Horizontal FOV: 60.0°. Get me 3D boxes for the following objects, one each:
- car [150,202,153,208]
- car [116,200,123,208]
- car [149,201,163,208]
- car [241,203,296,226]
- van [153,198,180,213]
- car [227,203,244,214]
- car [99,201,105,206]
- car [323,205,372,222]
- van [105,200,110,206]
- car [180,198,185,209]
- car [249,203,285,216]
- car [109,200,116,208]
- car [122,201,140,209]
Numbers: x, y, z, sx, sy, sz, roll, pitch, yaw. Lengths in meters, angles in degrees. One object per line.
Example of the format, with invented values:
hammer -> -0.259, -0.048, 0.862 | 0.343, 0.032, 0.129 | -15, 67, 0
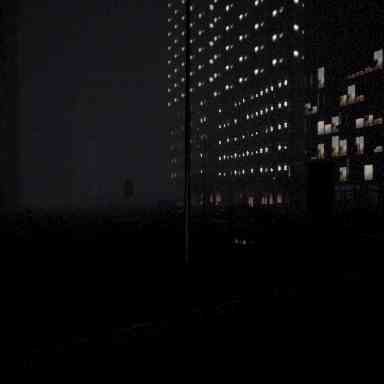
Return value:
car -> -7.023, 2.539, 66.729 | 1.882, 1.535, 5.008 | 0, -1, -26
car -> -13.259, 2.602, 66.321 | 1.752, 1.417, 4.829 | -1, -1, -26
car -> -8.213, 2.809, 75.171 | 1.802, 1.307, 4.206 | -1, -1, -26
car -> 6.150, 1.814, 25.916 | 2.008, 1.369, 4.403 | -1, -1, -26
van -> -3.595, 2.005, 46.198 | 1.690, 1.788, 3.998 | -1, -1, -26
car -> 6.398, 2.169, 44.754 | 1.947, 1.339, 4.313 | -1, -1, -26
car -> -23.073, 3.053, 86.751 | 1.887, 1.381, 4.507 | -1, -1, -26
car -> 13.704, 1.854, 29.544 | 2.008, 1.369, 4.403 | -1, -1, -26
van -> -18.206, 2.635, 76.615 | 1.690, 1.788, 3.998 | -1, -1, -26
car -> -2.476, 2.085, 57.265 | 2.150, 2.045, 5.566 | 0, -1, -25
car -> 8.834, 2.068, 39.684 | 1.947, 1.339, 4.313 | -1, -1, -26
car -> -15.768, 2.731, 71.544 | 1.887, 1.381, 4.507 | -1, -1, -26
car -> -10.897, 2.526, 61.404 | 2.008, 1.369, 4.403 | -1, -1, -26
